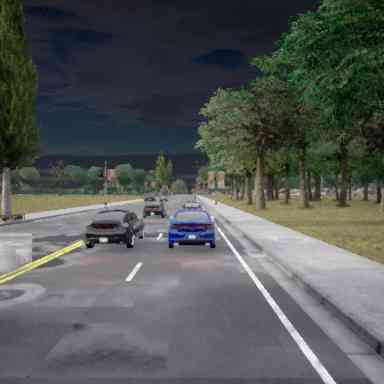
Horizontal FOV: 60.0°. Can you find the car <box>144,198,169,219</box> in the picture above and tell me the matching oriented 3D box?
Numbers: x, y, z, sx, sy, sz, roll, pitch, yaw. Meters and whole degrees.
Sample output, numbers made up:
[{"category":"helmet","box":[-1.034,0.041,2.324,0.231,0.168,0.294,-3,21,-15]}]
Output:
[{"category":"car","box":[-3.250,1.530,29.651,1.837,1.490,4.892,0,0,0]}]

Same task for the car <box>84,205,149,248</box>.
[{"category":"car","box":[-3.250,1.518,14.651,1.837,1.490,4.892,0,0,0]}]

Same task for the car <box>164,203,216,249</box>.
[{"category":"car","box":[0.000,1.487,14.650,1.882,1.535,5.008,0,0,0]}]

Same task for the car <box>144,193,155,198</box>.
[{"category":"car","box":[-9.750,1.319,76.712,2.150,2.045,5.566,0,0,0]}]

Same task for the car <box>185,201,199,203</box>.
[{"category":"car","box":[0.000,1.547,29.651,1.812,1.442,4.674,0,0,0]}]

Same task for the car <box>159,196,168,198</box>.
[{"category":"car","box":[-6.500,1.571,76.742,1.882,1.535,5.008,0,0,0]}]
